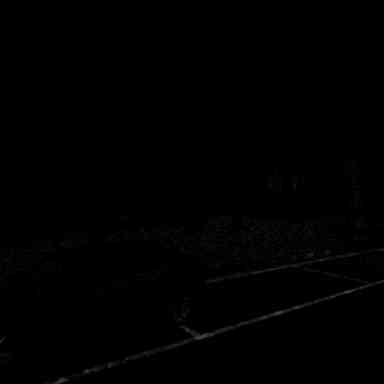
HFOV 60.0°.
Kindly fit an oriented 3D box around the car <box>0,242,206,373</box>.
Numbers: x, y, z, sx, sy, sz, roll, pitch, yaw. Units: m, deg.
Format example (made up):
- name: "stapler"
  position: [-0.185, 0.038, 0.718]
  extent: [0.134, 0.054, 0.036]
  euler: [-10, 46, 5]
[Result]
- name: "car"
  position: [-1.719, 1.579, 5.539]
  extent: [4.313, 1.339, 1.947]
  euler: [1, 0, -36]
